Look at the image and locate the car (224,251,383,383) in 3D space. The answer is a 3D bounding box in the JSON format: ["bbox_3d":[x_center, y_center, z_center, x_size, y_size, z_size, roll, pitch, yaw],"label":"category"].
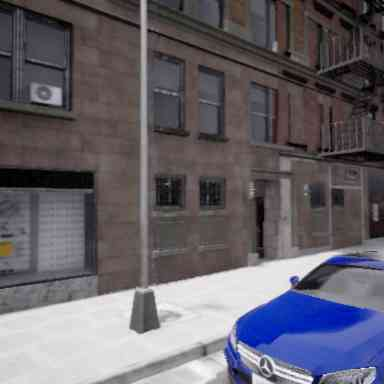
[{"bbox_3d":[2.541,1.640,4.656,4.674,1.442,1.812,1,-2,-38],"label":"car"}]
